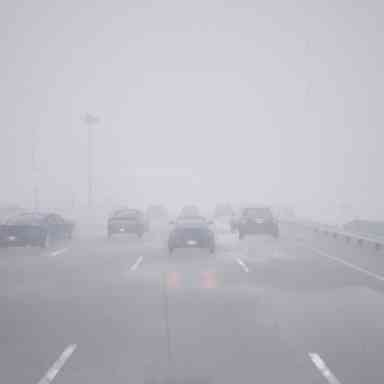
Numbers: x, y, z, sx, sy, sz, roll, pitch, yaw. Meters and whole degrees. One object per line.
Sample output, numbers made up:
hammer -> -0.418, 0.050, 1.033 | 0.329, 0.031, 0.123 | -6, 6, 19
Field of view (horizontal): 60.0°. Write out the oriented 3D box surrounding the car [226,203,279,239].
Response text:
car -> 3.436, 1.593, 19.101 | 2.097, 1.767, 4.553 | 0, -1, 0

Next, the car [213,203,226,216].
car -> 3.299, 1.937, 35.311 | 2.128, 1.511, 4.902 | 0, -1, 0

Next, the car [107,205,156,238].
car -> -3.565, 1.738, 19.281 | 2.128, 1.511, 4.902 | 0, -1, 0

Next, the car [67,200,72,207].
car -> -25.113, 2.793, 72.086 | 1.895, 1.301, 4.718 | 0, -2, 0

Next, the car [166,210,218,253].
car -> -0.034, 1.711, 14.511 | 1.812, 1.442, 4.674 | 0, -1, -1

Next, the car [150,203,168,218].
car -> -3.701, 1.942, 35.262 | 2.128, 1.511, 4.902 | 0, -1, 0

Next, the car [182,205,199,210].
car -> -0.162, 1.939, 30.587 | 2.033, 1.411, 5.357 | 0, -1, 0

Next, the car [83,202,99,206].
car -> -21.613, 2.791, 72.116 | 1.895, 1.301, 4.718 | 0, -2, 0

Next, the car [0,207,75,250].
car -> -7.038, 1.680, 15.500 | 1.882, 1.535, 5.008 | 0, -1, 0
